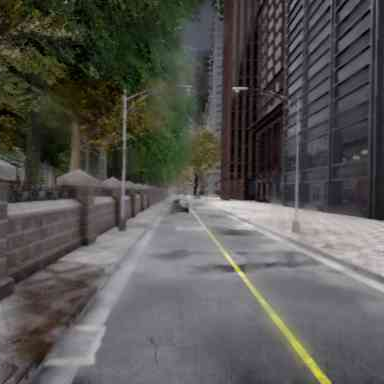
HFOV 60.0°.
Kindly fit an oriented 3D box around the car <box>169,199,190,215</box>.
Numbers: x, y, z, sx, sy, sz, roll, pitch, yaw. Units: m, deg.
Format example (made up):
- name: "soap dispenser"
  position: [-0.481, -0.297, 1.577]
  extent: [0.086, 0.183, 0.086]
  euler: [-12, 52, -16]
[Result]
- name: "car"
  position: [-1.242, 1.430, 33.895]
  extent: [1.882, 1.535, 5.008]
  euler: [1, 0, -3]
